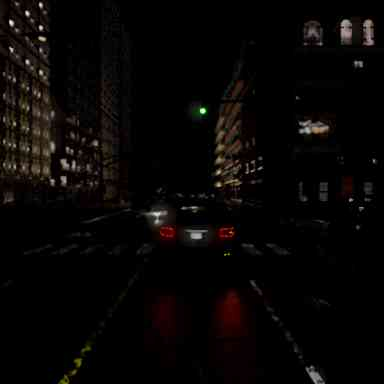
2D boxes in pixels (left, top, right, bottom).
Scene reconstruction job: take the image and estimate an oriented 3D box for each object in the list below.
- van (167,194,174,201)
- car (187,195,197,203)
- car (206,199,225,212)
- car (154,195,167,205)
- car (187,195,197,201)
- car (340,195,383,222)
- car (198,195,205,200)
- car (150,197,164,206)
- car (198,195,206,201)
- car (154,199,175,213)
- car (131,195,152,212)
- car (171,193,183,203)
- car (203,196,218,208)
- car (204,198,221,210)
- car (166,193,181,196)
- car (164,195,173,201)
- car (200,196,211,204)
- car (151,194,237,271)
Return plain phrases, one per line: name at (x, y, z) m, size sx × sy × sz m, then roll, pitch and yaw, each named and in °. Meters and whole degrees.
van at (-5.713, 1.346, 88.112) m, size 1.690 × 1.788 × 3.998 m, roll 0°, pitch 0°, yaw 0°
car at (-0.013, 1.467, 68.248) m, size 1.882 × 1.535 × 5.008 m, roll 0°, pitch 0°, yaw 0°
car at (2.677, 1.529, 38.364) m, size 1.887 × 1.381 × 4.507 m, roll 0°, pitch 0°, yaw 0°
car at (-5.708, 1.427, 60.474) m, size 1.967 × 1.590 × 4.097 m, roll 0°, pitch 0°, yaw 0°
car at (-0.015, 1.373, 78.669) m, size 2.128 × 1.511 × 4.902 m, roll 0°, pitch 0°, yaw 0°
car at (13.363, 1.128, 23.376) m, size 4.553 × 1.767 × 2.097 m, roll -1°, pitch 0°, yaw 1°
car at (2.668, 1.561, 93.640) m, size 2.008 × 1.369 × 4.403 m, roll 0°, pitch 0°, yaw 0°
car at (-5.706, 1.551, 54.946) m, size 1.947 × 1.339 × 4.313 m, roll 0°, pitch 0°, yaw 0°
car at (2.669, 1.550, 88.113) m, size 1.887 × 1.381 × 4.507 m, roll 0°, pitch 0°, yaw 0°
car at (-3.092, 1.548, 37.702) m, size 1.994 × 1.385 × 4.181 m, roll 0°, pitch 0°, yaw 1°
car at (-5.704, 1.299, 38.363) m, size 2.192 × 1.841 × 5.009 m, roll 0°, pitch 0°, yaw 0°
car at (-3.013, 1.212, 67.617) m, size 2.150 × 2.045 × 5.566 m, roll 0°, pitch 0°, yaw 0°
car at (2.675, 1.424, 49.419) m, size 1.967 × 1.590 × 4.097 m, roll 0°, pitch 0°, yaw 0°
car at (2.676, 1.529, 43.891) m, size 1.887 × 1.381 × 4.507 m, roll 0°, pitch 0°, yaw 0°
car at (-3.082, 1.207, 50.628) m, size 2.150 × 2.045 × 5.566 m, roll 0°, pitch 0°, yaw 0°
car at (-5.711, 1.545, 82.584) m, size 1.887 × 1.381 × 4.507 m, roll 0°, pitch 0°, yaw 0°
car at (2.672, 1.556, 66.002) m, size 1.947 × 1.339 × 4.313 m, roll 0°, pitch 0°, yaw 0°
car at (0.323, 1.213, 11.131) m, size 2.150 × 2.045 × 5.566 m, roll 0°, pitch 0°, yaw 5°
